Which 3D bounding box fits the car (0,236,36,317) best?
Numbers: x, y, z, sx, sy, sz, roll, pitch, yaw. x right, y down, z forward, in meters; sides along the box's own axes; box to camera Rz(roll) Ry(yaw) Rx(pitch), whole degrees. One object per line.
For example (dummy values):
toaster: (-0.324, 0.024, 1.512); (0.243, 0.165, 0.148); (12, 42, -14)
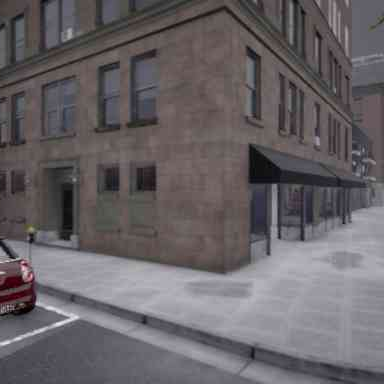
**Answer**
car: (-4.799, 1.435, 6.264); (4.097, 1.590, 1.967); (0, 0, 35)
